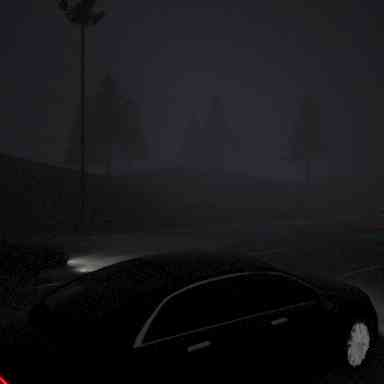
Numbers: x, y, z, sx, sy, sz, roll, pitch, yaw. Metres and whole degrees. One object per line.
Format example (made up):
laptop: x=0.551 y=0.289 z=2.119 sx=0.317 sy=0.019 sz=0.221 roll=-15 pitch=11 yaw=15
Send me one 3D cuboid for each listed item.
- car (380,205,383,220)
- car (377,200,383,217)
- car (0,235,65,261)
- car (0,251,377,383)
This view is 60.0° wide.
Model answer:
car: x=15.179 y=1.413 z=23.033 sx=5.008 sy=1.535 sz=1.882 roll=0 pitch=0 yaw=-35
car: x=19.186 y=1.463 z=30.139 sx=5.357 sy=1.411 sz=2.033 roll=0 pitch=0 yaw=-34
car: x=-5.959 y=1.511 z=8.111 sx=5.357 sy=1.411 sz=2.033 roll=0 pitch=0 yaw=-35
car: x=0.322 y=1.490 z=3.976 sx=4.892 sy=1.490 sz=1.837 roll=0 pitch=0 yaw=-35
